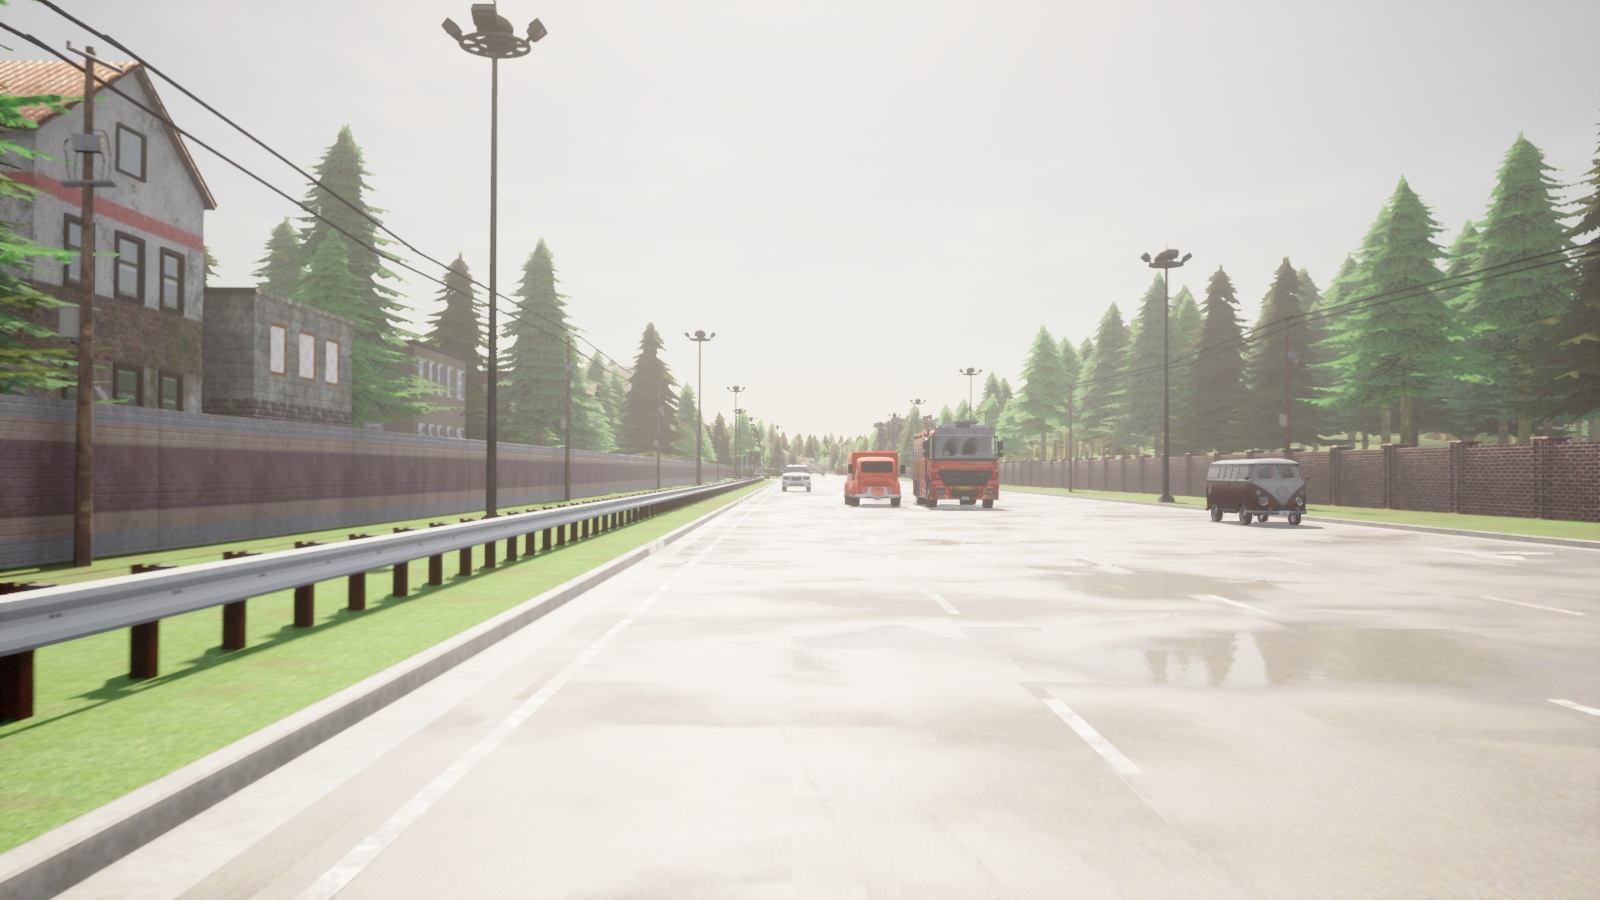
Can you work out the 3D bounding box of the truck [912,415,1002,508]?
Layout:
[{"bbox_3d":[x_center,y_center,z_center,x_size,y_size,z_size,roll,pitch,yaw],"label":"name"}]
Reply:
[{"bbox_3d":[6.861,0.561,56.045,2.891,3.827,8.468,0,-1,0],"label":"truck"}]

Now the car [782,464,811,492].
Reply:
[{"bbox_3d":[-0.244,2.139,95.832,2.150,2.045,5.566,0,-1,0],"label":"car"}]

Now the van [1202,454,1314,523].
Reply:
[{"bbox_3d":[13.907,1.154,38.373,1.775,1.987,4.442,0,-1,0],"label":"van"}]

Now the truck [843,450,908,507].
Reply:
[{"bbox_3d":[3.361,1.271,57.128,2.627,2.467,5.204,0,-1,0],"label":"truck"}]
